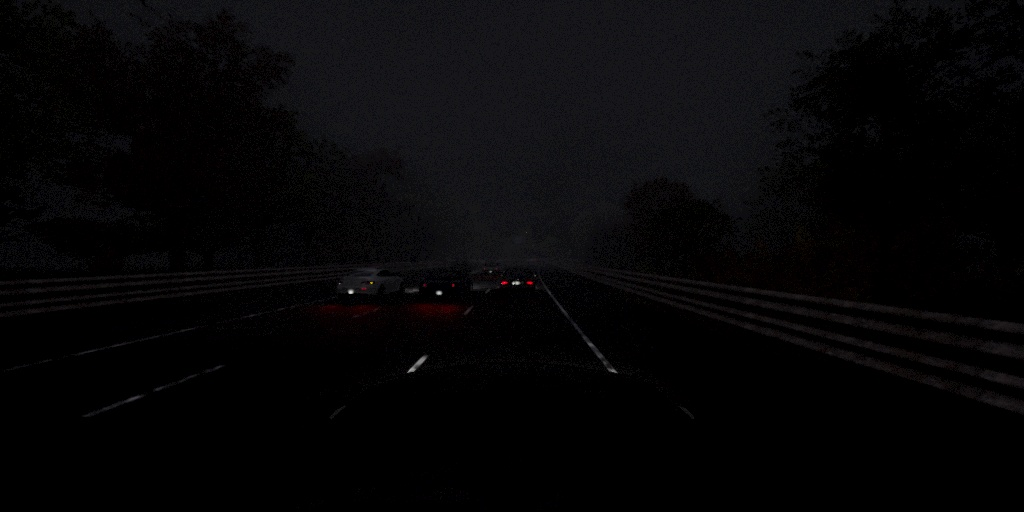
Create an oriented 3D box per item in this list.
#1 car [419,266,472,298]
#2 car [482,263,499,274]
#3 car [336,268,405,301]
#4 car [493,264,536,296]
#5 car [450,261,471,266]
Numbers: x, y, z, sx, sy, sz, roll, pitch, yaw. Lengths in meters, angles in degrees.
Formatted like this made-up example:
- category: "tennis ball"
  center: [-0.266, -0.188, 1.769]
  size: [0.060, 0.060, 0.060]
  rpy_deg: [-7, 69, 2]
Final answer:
- category: "car"
  center: [-3.224, 1.369, 18.423]
  size: [1.895, 1.301, 4.718]
  rpy_deg: [0, 0, 2]
- category: "car"
  center: [-2.205, 1.423, 41.398]
  size: [1.895, 1.301, 4.718]
  rpy_deg: [0, 0, 4]
- category: "car"
  center: [-6.725, 1.279, 17.418]
  size: [1.812, 1.442, 4.674]
  rpy_deg: [0, 0, 2]
- category: "car"
  center: [0.322, 1.331, 19.416]
  size: [2.033, 1.411, 5.357]
  rpy_deg: [0, 0, 2]
- category: "car"
  center: [-5.739, 1.299, 40.505]
  size: [2.128, 1.511, 4.902]
  rpy_deg: [0, 0, 3]
